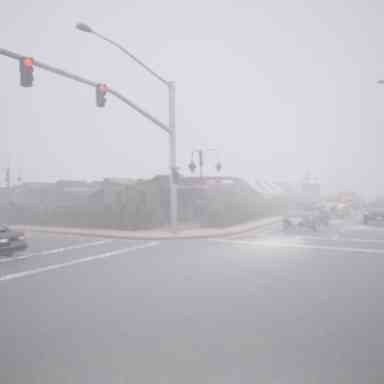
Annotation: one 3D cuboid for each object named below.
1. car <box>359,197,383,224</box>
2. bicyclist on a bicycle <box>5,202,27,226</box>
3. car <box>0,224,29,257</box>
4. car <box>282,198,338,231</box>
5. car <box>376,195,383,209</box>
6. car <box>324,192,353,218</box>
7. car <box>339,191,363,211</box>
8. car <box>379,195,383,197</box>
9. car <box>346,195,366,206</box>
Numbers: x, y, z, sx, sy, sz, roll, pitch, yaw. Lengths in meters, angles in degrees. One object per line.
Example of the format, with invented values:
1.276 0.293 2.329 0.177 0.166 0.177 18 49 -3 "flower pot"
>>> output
12.424 1.275 21.952 1.812 1.442 4.674 -1 0 31 "car"
-12.255 1.480 23.109 0.582 1.620 1.656 -1 5 32 "bicyclist on a bicycle"
-8.353 1.699 12.275 5.357 1.411 2.033 -1 0 31 "car"
6.762 1.350 19.480 2.128 1.511 4.902 -1 0 33 "car"
22.501 1.073 38.558 1.812 1.442 4.674 -1 0 31 "car"
11.572 1.114 27.325 2.097 1.767 4.553 -1 0 31 "car"
16.572 0.884 35.570 2.150 2.045 5.566 -1 0 31 "car"
17.191 1.131 29.849 1.882 1.535 5.008 -1 0 31 "car"
22.038 1.099 44.588 2.033 1.411 5.357 -1 0 31 "car"
